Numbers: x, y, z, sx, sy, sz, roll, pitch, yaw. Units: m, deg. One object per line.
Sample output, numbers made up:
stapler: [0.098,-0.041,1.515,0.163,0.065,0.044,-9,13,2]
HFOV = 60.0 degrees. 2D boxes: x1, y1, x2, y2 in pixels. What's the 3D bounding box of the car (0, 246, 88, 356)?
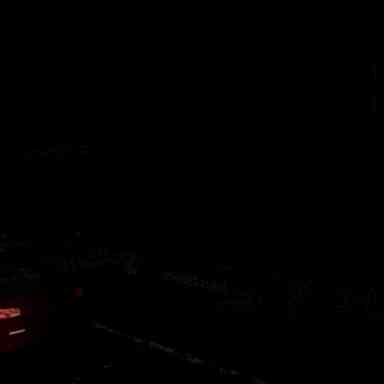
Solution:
car: [-3.476,1.580,5.532,4.206,1.307,1.802,0,0,35]
